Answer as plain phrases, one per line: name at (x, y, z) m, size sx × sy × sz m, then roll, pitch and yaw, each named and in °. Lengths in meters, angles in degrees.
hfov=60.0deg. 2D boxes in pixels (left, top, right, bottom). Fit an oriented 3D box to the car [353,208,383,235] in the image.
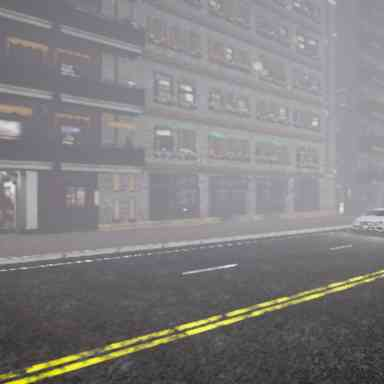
car at (11.775, 1.731, 20.420) m, size 4.674 × 1.442 × 1.812 m, roll 1°, pitch -1°, yaw -37°
